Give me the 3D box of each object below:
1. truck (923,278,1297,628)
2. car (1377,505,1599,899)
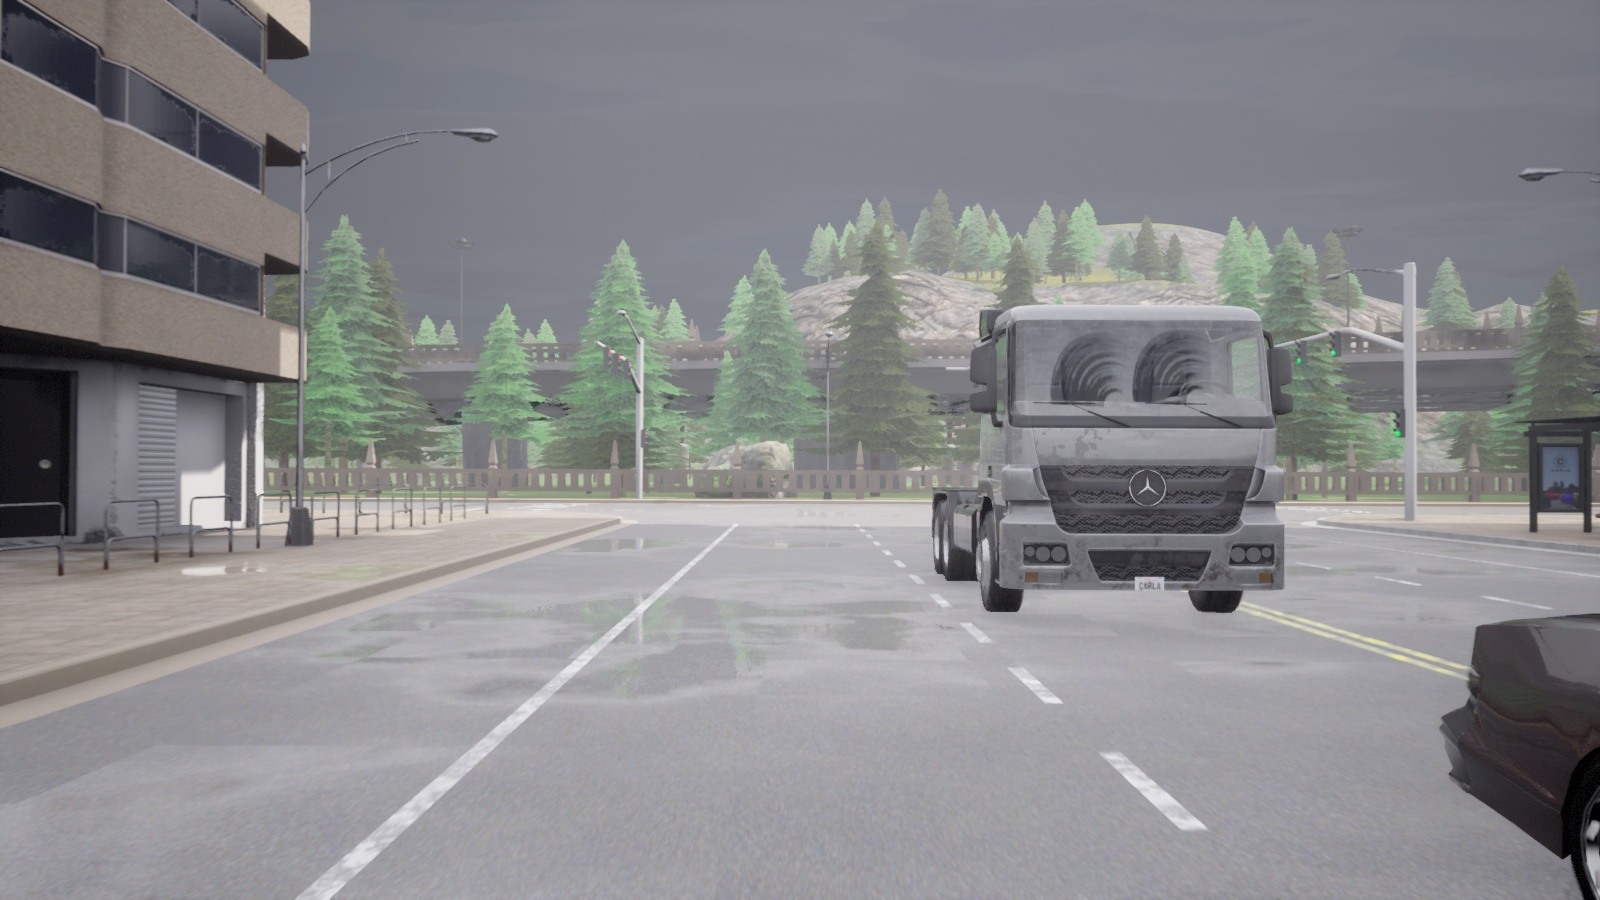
[{"bbox_3d":[3.456,0.095,16.411,2.891,3.462,7.936,0,-1,0],"label":"truck"},{"bbox_3d":[3.602,0.893,2.673,2.033,1.411,5.357,0,-1,-3],"label":"car"}]
